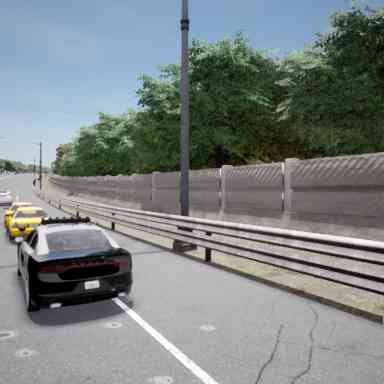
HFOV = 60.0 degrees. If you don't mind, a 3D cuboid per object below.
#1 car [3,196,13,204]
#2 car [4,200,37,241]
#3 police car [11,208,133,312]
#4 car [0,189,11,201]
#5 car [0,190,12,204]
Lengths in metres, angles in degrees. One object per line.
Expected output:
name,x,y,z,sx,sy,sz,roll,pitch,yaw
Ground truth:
car,-11.135,1.336,21.733,1.801,1.575,5.366,0,1,-30
car,-8.149,1.404,16.610,1.801,1.575,5.366,0,0,-30
police car,-3.073,1.417,8.036,1.930,1.638,5.238,0,0,-31
car,-28.702,0.390,50.850,1.882,1.535,5.008,0,2,-28
car,-22.918,0.855,40.474,1.812,1.442,4.674,0,2,-29
